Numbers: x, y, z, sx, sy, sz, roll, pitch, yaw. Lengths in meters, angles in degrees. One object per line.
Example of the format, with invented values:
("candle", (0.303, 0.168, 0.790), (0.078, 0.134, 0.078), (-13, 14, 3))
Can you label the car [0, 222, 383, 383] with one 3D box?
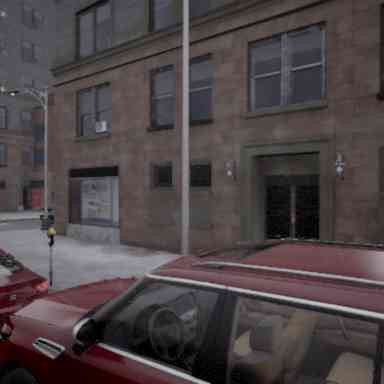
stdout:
("car", (0.519, 1.311, 2.441), (5.009, 1.841, 2.192), (0, 0, 36))

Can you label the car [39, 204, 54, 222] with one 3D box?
("car", (-7.582, 1.332, 22.043), (1.837, 1.490, 4.892), (0, 0, 35))
